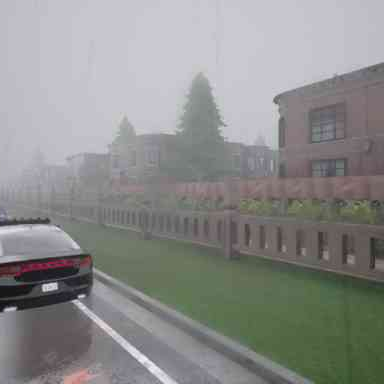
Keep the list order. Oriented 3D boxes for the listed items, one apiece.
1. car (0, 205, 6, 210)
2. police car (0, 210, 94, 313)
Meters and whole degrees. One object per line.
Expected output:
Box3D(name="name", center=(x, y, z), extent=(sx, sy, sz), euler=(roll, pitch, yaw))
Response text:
Box3D(name="car", center=(-9.780, 1.351, 15.743), extent=(2.097, 1.767, 4.553), euler=(0, 0, -36))
Box3D(name="police car", center=(-3.958, 1.425, 7.785), extent=(1.930, 1.638, 5.238), euler=(0, 0, -36))
